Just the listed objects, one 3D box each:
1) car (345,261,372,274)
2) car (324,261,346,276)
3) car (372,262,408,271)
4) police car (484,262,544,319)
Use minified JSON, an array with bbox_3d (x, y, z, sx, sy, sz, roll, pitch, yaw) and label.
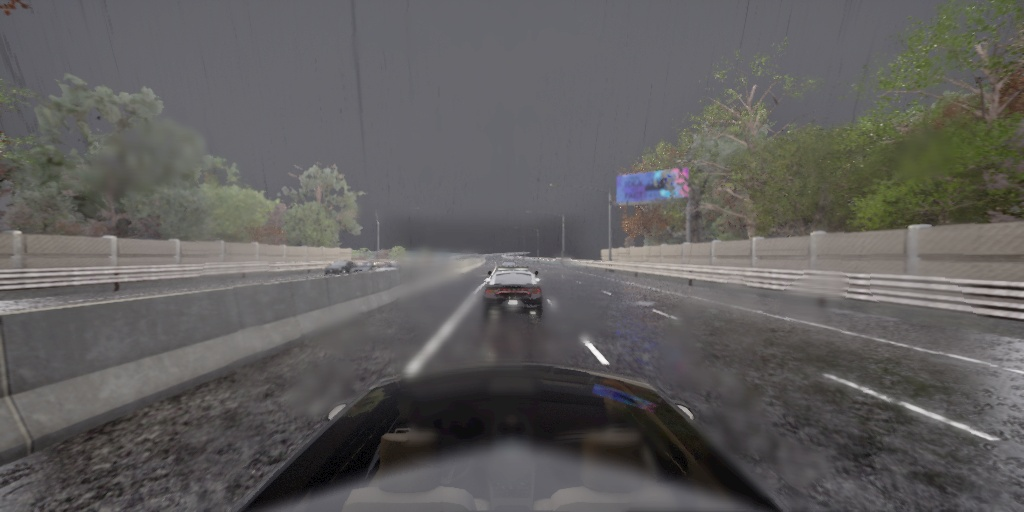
[{"bbox_3d":[-14.446,1.316,35.705,1.994,1.385,4.181,0,0,-1],"label":"car"},{"bbox_3d":[-17.991,1.229,38.054,1.882,1.535,5.008,0,0,-1],"label":"car"},{"bbox_3d":[-10.895,1.352,33.062,1.895,1.301,4.718,0,0,-1],"label":"car"},{"bbox_3d":[0.049,1.175,13.016,1.930,1.638,5.238,0,0,0],"label":"police car"}]
